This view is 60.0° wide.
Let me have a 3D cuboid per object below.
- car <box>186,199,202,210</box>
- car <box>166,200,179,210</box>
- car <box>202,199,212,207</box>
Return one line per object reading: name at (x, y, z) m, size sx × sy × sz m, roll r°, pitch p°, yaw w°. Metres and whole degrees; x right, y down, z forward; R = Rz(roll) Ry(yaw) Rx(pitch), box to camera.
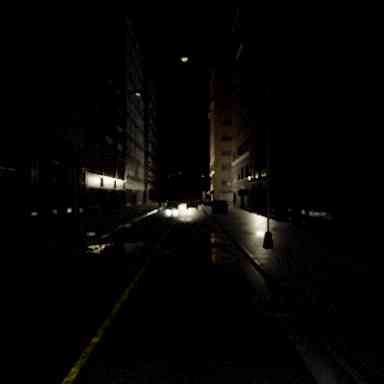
car at (0.037, 2.032, 52.236) m, size 2.128 × 1.511 × 4.902 m, roll 0°, pitch -1°, yaw 1°
car at (-3.048, 2.039, 52.924) m, size 2.128 × 1.511 × 4.902 m, roll 0°, pitch -1°, yaw 1°
car at (2.723, 2.122, 62.966) m, size 4.902 × 1.511 × 2.128 m, roll 0°, pitch -1°, yaw -32°
